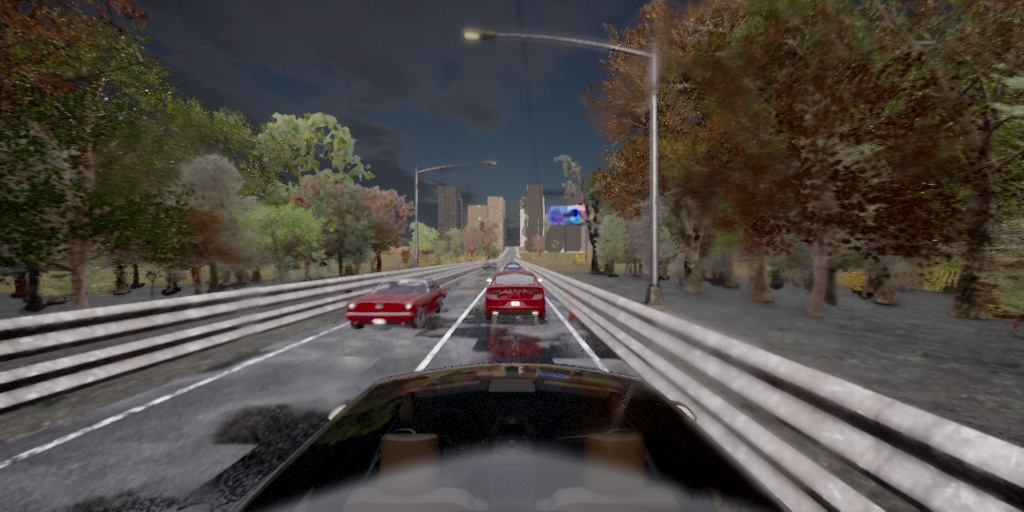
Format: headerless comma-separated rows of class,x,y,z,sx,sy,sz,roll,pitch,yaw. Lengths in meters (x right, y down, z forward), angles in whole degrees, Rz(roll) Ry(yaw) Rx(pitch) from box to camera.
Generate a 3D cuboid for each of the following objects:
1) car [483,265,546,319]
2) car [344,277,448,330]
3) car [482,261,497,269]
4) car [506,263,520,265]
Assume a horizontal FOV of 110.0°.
car,0.100,1.237,12.846,1.882,1.535,5.008,0,0,0
car,-3.350,1.357,11.263,1.895,1.301,4.718,0,0,0
car,-3.339,1.441,54.478,1.994,1.385,4.181,0,0,0
car,0.096,1.343,33.524,1.812,1.442,4.674,0,0,0
